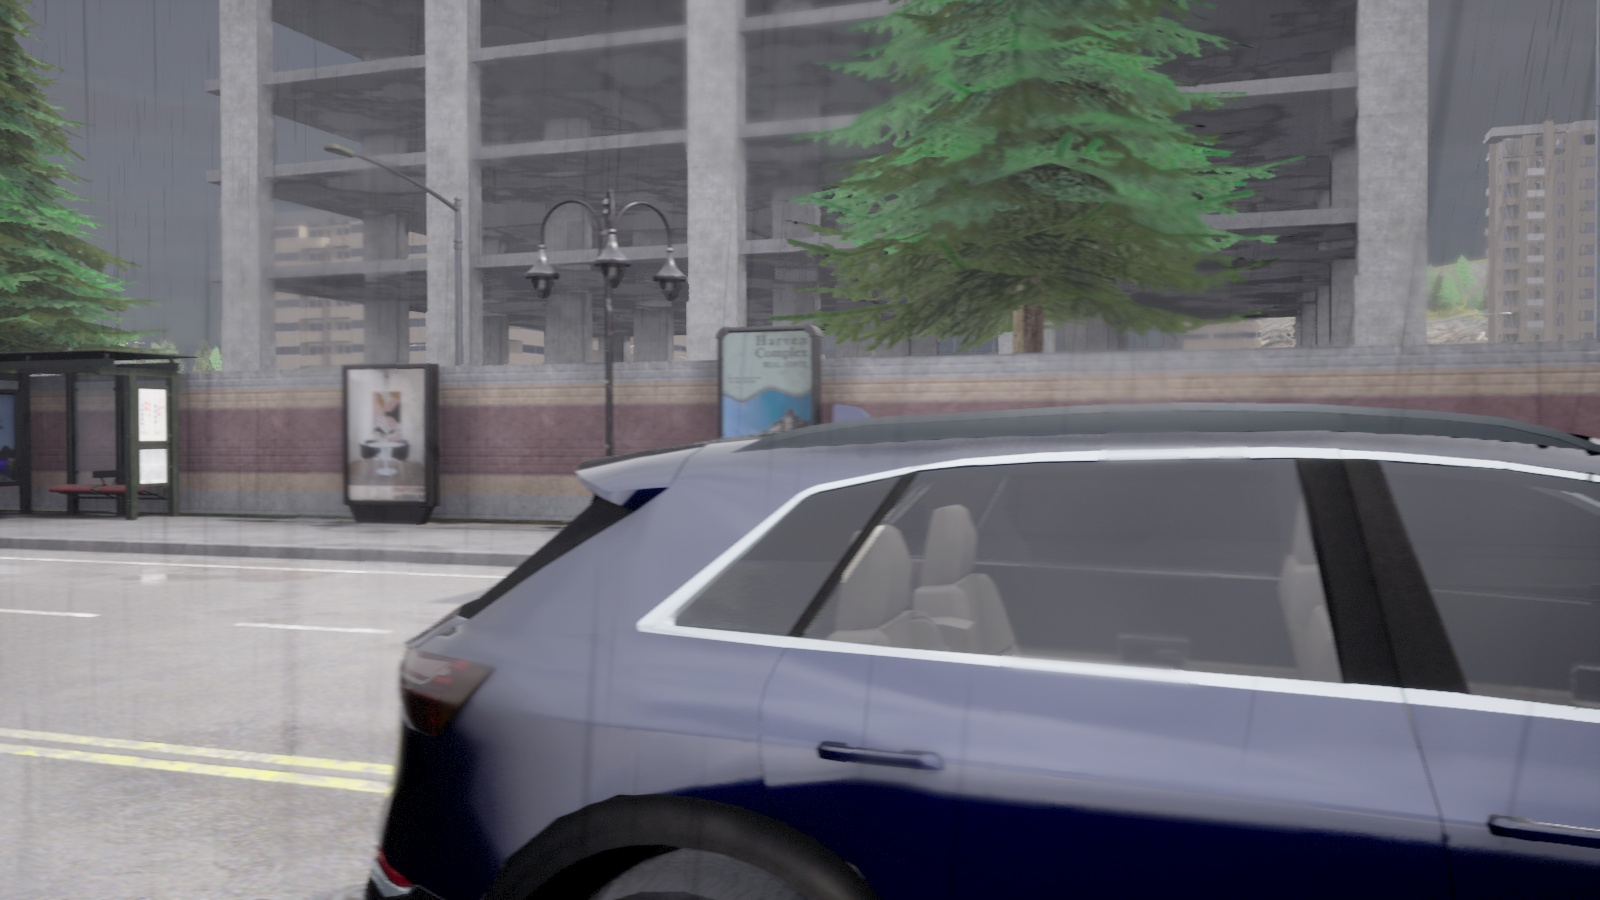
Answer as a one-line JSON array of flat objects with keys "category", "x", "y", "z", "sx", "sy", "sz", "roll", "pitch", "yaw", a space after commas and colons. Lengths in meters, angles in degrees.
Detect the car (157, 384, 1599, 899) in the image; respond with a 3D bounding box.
[{"category": "car", "x": 1.319, "y": 0.718, "z": 2.748, "sx": 4.856, "sy": 1.649, "sz": 2.033, "roll": 1, "pitch": 1, "yaw": 19}]
